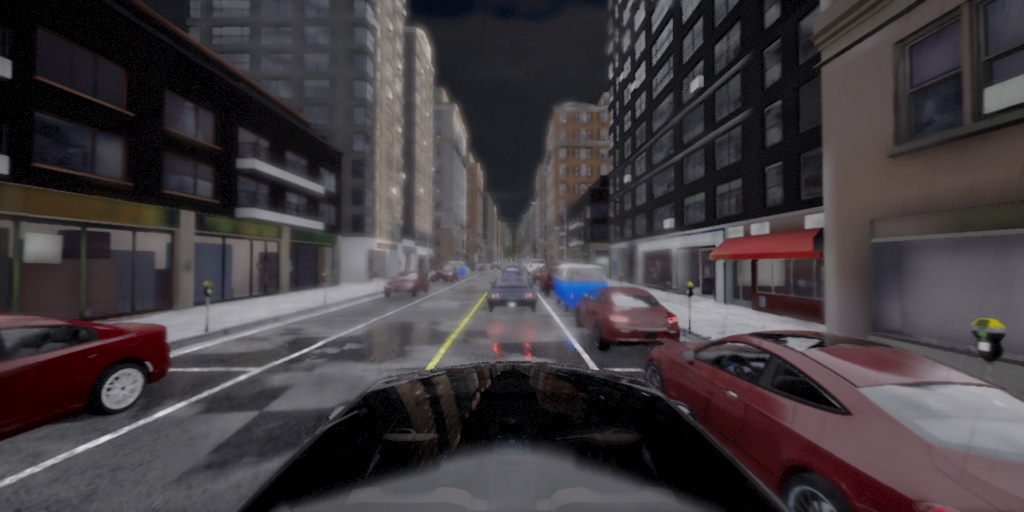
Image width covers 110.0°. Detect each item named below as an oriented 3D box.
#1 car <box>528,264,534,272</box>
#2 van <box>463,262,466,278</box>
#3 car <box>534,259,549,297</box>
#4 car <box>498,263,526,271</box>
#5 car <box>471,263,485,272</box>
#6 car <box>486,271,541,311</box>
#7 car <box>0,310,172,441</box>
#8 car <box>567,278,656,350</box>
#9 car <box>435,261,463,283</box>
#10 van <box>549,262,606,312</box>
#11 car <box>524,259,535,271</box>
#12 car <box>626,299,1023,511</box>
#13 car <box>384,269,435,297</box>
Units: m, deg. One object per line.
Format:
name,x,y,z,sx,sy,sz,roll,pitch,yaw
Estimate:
car,2.671,1.637,31.697,1.802,1.307,4.207,0,0,0
van,-5.855,1.454,37.377,1.690,1.789,3.998,0,0,0
car,2.671,1.253,20.351,2.192,1.841,5.009,0,0,0
car,0.027,1.570,30.756,1.812,1.442,4.674,0,0,1
car,-5.854,1.912,60.067,1.948,1.339,4.313,0,0,0
car,0.018,1.486,15.119,1.895,1.301,4.718,0,-1,0
car,-5.857,1.311,3.342,1.888,1.381,4.507,0,0,0
car,2.670,1.405,9.005,1.802,1.307,4.207,0,0,0
car,-5.855,1.494,31.704,1.967,1.591,4.097,0,0,0
van,2.670,1.221,14.679,1.690,1.789,3.998,0,0,0
car,3.109,1.436,46.521,2.150,2.045,5.566,0,-1,0
car,2.669,1.348,3.332,1.802,1.307,4.207,0,0,0
car,-5.855,1.520,20.359,1.802,1.307,4.207,0,0,0
